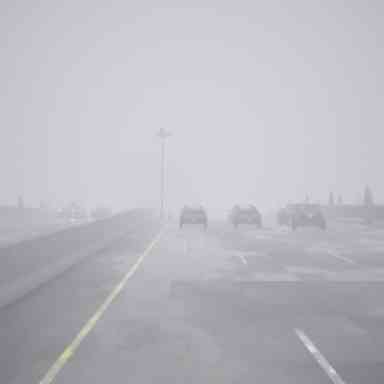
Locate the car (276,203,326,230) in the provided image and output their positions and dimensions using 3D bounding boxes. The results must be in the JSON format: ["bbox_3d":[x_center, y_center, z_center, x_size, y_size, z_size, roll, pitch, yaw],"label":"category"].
[{"bbox_3d":[7.099,1.480,22.059,2.097,1.767,4.553,0,-1,0],"label":"car"}]

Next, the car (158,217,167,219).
[{"bbox_3d":[-7.007,6.670,78.209,2.150,2.045,5.566,0,-8,0],"label":"car"}]

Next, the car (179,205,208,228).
[{"bbox_3d":[0.098,1.638,23.316,2.128,1.511,4.902,0,-1,0],"label":"car"}]

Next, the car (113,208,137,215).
[{"bbox_3d":[-7.092,2.423,37.607,1.895,1.301,4.718,0,-4,0],"label":"car"}]

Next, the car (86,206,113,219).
[{"bbox_3d":[-10.582,2.484,39.497,1.837,1.490,4.892,0,-5,0],"label":"car"}]

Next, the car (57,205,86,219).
[{"bbox_3d":[-14.082,2.307,39.226,2.097,1.767,4.553,0,-5,0],"label":"car"}]

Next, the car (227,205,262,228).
[{"bbox_3d":[3.598,1.639,23.328,2.128,1.511,4.902,0,-1,0],"label":"car"}]
